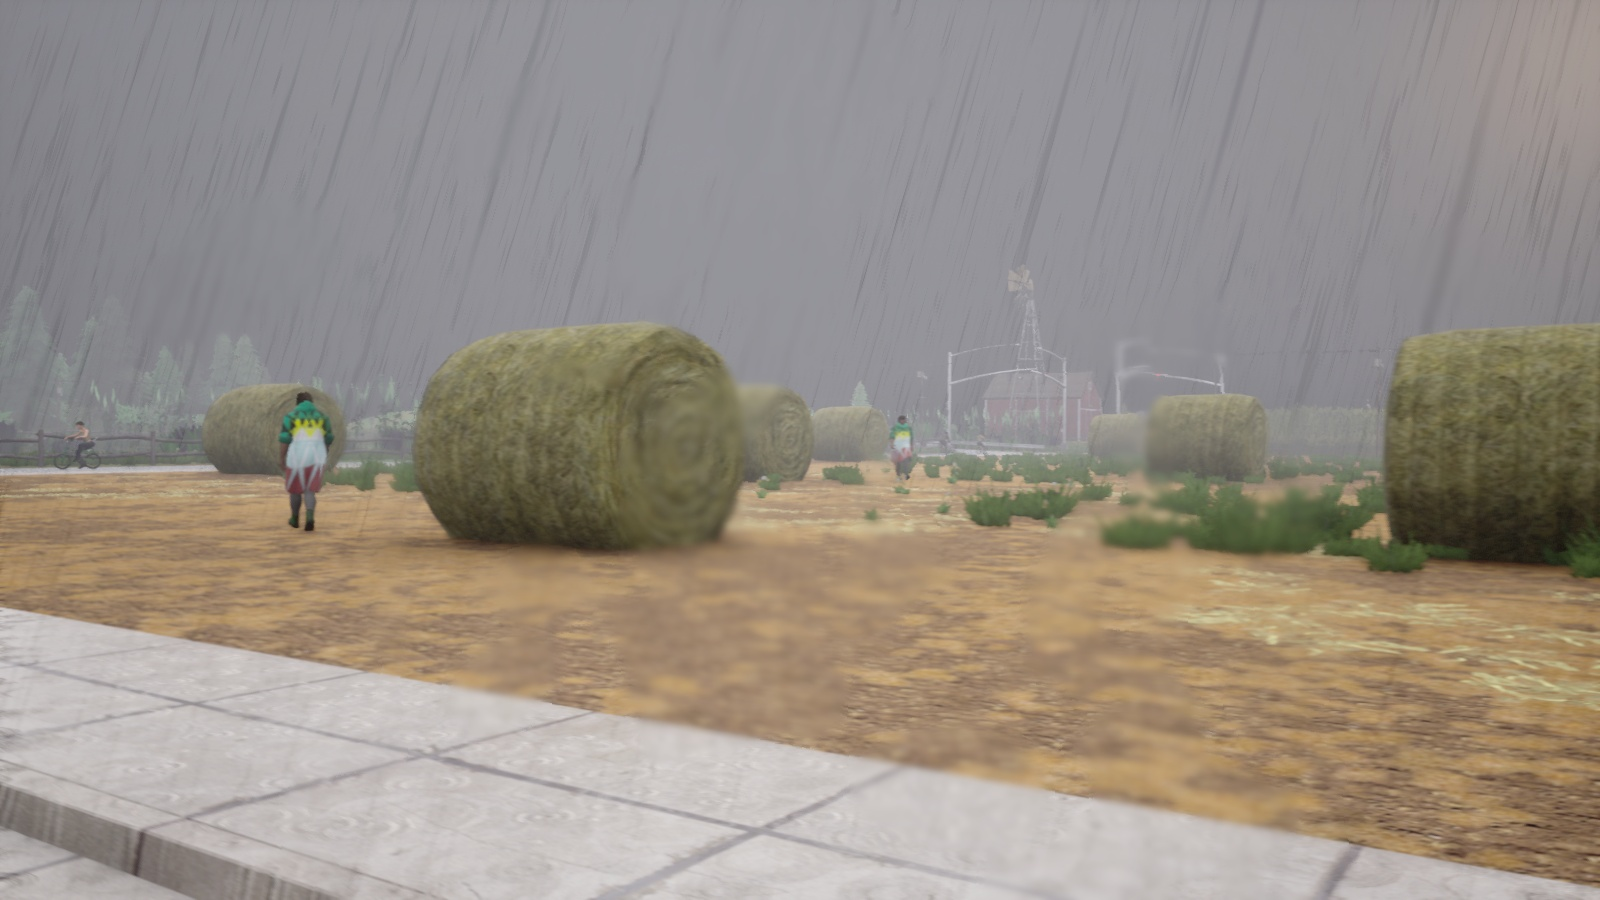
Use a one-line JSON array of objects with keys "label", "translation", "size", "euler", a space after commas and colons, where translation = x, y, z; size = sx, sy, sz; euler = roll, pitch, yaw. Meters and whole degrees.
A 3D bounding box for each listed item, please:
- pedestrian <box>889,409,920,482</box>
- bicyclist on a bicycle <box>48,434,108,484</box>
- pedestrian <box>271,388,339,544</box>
[{"label": "pedestrian", "translation": [2.806, -0.131, 33.905], "size": [0.659, 1.952, 0.873], "euler": [-1, 1, -7]}, {"label": "bicyclist on a bicycle", "translation": [-24.080, 0.279, 41.904], "size": [0.866, 1.612, 1.509], "euler": [0, 1, 37]}, {"label": "pedestrian", "translation": [-6.418, 0.198, 16.254], "size": [0.659, 1.952, 0.873], "euler": [-1, 1, -31]}]
